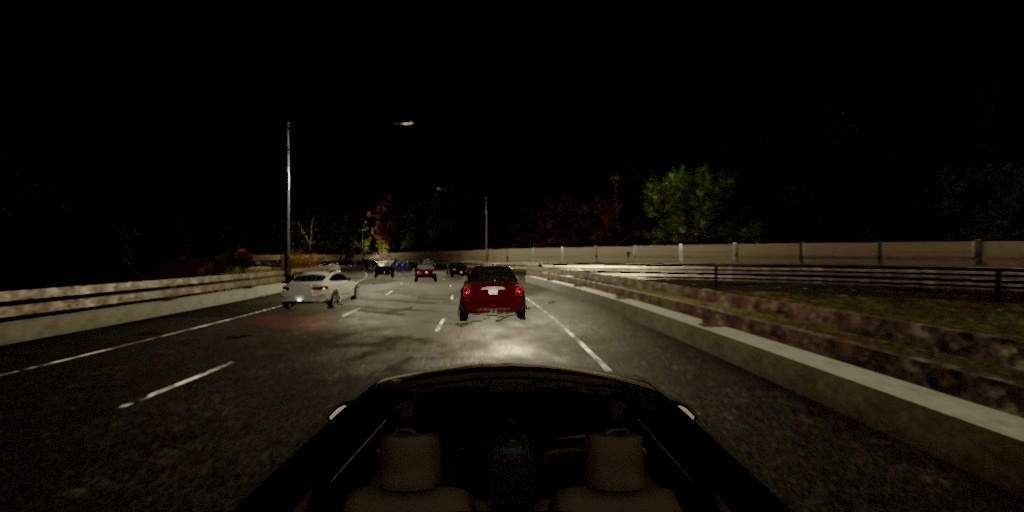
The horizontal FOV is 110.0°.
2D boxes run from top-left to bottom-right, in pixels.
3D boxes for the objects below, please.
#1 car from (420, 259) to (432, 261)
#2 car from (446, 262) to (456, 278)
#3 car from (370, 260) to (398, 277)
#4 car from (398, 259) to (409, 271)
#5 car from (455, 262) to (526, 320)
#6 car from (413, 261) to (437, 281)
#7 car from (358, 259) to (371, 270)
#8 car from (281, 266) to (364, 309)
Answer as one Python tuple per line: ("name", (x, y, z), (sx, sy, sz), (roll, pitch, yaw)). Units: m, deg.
("car", (-13.073, 1.272, 54.022), (2.097, 1.767, 4.553), (0, 0, -28))
("car", (-5.526, 1.369, 36.255), (1.812, 1.442, 4.674), (0, 0, -18))
("car", (-13.419, 1.387, 37.739), (2.128, 1.511, 4.902), (0, 0, -20))
("car", (-16.878, 1.296, 53.718), (2.097, 1.767, 4.553), (0, 0, -29))
("car", (-0.756, 1.126, 13.016), (2.097, 1.767, 4.553), (0, 0, -5))
("car", (-7.744, 1.397, 31.859), (2.033, 1.411, 5.357), (0, 0, -17))
("car", (-22.637, 1.490, 56.881), (1.837, 1.490, 4.892), (0, -1, -31))
("car", (-8.050, 1.349, 15.346), (1.812, 1.442, 4.674), (0, 0, -8))
